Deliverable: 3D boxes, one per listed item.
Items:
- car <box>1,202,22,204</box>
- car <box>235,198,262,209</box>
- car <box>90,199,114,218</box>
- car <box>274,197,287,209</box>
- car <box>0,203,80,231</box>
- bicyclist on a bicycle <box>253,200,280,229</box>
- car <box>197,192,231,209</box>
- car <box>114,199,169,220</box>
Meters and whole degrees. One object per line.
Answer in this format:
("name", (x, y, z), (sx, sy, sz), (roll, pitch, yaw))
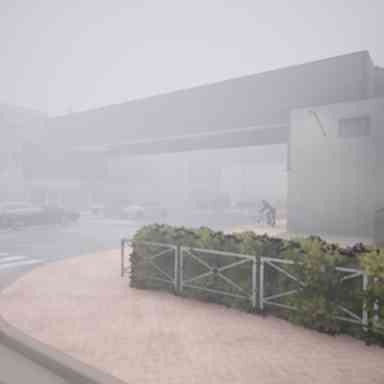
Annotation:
("car", (-12.128, 1.400, 21.935), (1.812, 1.442, 4.674), (0, 0, 37))
("car", (7.314, 1.494, 42.990), (1.895, 1.301, 4.718), (0, 0, 36))
("car", (-6.666, 1.352, 29.504), (1.882, 1.535, 5.008), (0, 0, 36))
("car", (12.400, 1.439, 43.875), (1.812, 1.442, 4.674), (0, 0, 36))
("car", (-9.248, 1.495, 19.875), (1.895, 1.301, 4.718), (0, 0, 36))
("bicyclist on a bicycle", (4.268, 1.261, 19.034), (1.656, 1.620, 0.582), (0, 0, 36))
("car", (2.943, 1.085, 42.915), (2.150, 2.045, 5.566), (0, 2, 36))
("car", (-3.835, 1.419, 27.447), (1.812, 1.442, 4.674), (0, 0, 36))
